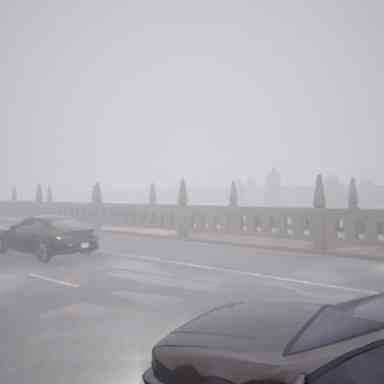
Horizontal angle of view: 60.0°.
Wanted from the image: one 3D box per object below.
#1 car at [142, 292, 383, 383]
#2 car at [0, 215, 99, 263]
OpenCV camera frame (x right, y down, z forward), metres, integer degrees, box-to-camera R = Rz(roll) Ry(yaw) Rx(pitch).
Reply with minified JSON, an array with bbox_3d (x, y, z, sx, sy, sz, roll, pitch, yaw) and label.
[{"bbox_3d":[2.123,1.546,2.480,5.357,1.411,2.033,0,0,35],"label":"car"},{"bbox_3d":[-5.338,1.561,12.102,4.674,1.442,1.812,0,0,36],"label":"car"}]
